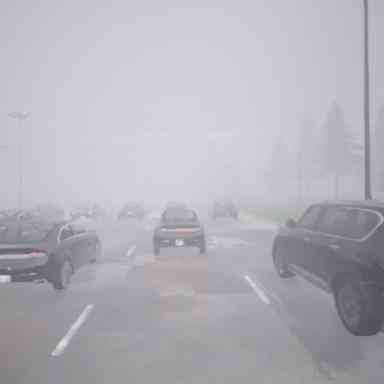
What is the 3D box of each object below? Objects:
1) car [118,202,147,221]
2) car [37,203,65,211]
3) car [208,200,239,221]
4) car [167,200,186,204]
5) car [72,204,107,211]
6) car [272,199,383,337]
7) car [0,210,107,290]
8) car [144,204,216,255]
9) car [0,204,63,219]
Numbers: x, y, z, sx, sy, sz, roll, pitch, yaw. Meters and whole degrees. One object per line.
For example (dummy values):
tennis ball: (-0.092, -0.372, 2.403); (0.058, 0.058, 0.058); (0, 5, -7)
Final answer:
car: (-4.736, 1.508, 26.909); (1.994, 1.385, 4.181); (-1, 0, -3)
car: (-11.737, 1.596, 26.794); (1.994, 1.385, 4.181); (-1, 0, -3)
car: (2.337, 1.355, 25.747); (2.128, 1.511, 4.902); (-1, 0, -3)
car: (-1.226, 1.381, 26.822); (1.882, 1.535, 5.008); (-1, 0, -3)
car: (-8.237, 1.589, 26.916); (1.895, 1.301, 4.718); (-1, 0, -3)
car: (3.374, 1.149, 6.736); (2.150, 2.045, 5.566); (-1, 0, -4)
car: (-3.841, 1.501, 9.009); (2.128, 1.511, 4.902); (-1, 0, -2)
car: (-0.513, 1.441, 13.139); (2.128, 1.511, 4.902); (-1, 0, -3)
car: (-7.593, 1.522, 14.342); (2.128, 1.511, 4.902); (-1, 0, -3)
